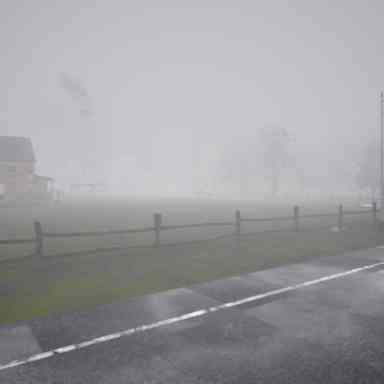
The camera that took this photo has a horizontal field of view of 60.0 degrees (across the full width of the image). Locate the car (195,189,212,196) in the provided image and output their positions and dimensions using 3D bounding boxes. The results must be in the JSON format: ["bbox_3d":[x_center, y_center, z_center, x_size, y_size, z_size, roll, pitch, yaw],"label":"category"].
[{"bbox_3d":[2.441,0.036,71.290,1.812,1.442,4.674,-1,2,-36],"label":"car"}]
